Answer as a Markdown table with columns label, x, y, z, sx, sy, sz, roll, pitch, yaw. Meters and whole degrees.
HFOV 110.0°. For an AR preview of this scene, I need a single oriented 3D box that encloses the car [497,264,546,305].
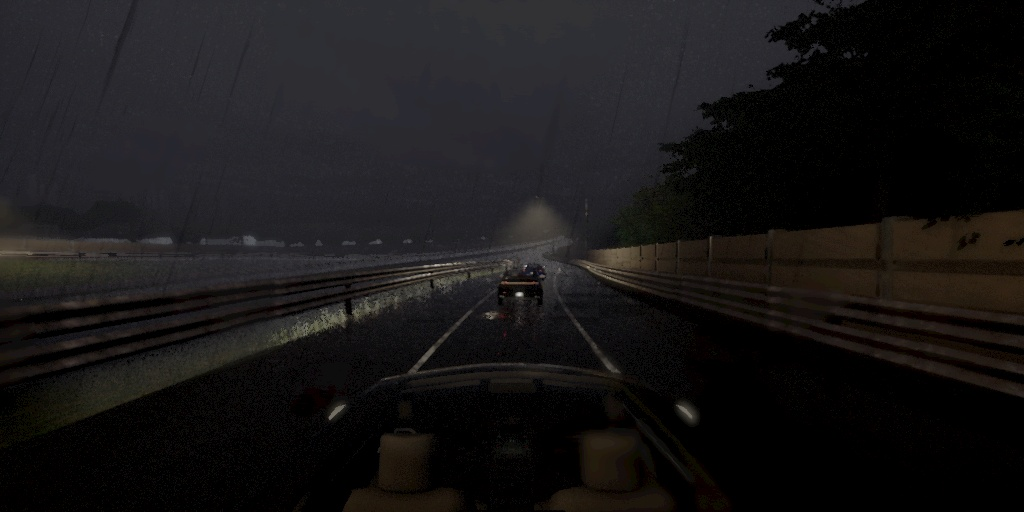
| label | x | y | z | sx | sy | sz | roll | pitch | yaw |
| --- | --- | --- | --- | --- | --- | --- | --- | --- | --- |
| car | 0.429 | 1.244 | 15.890 | 2.128 | 1.511 | 4.902 | 0 | 0 | 4 |

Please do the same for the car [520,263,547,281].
| label | x | y | z | sx | sy | sz | roll | pitch | yaw |
| --- | --- | --- | --- | --- | --- | --- | --- | --- | --- |
| car | 1.877 | 1.327 | 30.734 | 1.994 | 1.385 | 4.181 | 1 | 0 | 8 |
